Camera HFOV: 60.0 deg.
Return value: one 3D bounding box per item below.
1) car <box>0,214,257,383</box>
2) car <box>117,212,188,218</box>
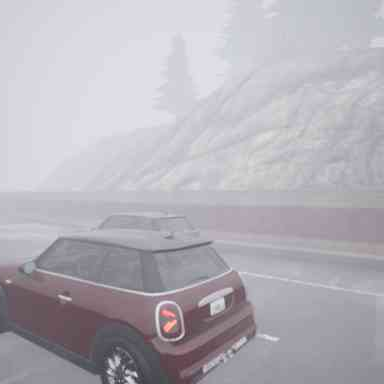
[{"bbox_3d":[-1.392,1.367,5.202,4.553,1.767,2.097,0,0,37],"label":"car"},{"bbox_3d":[-1.803,1.380,9.996,4.553,1.767,2.097,0,0,39],"label":"car"}]
